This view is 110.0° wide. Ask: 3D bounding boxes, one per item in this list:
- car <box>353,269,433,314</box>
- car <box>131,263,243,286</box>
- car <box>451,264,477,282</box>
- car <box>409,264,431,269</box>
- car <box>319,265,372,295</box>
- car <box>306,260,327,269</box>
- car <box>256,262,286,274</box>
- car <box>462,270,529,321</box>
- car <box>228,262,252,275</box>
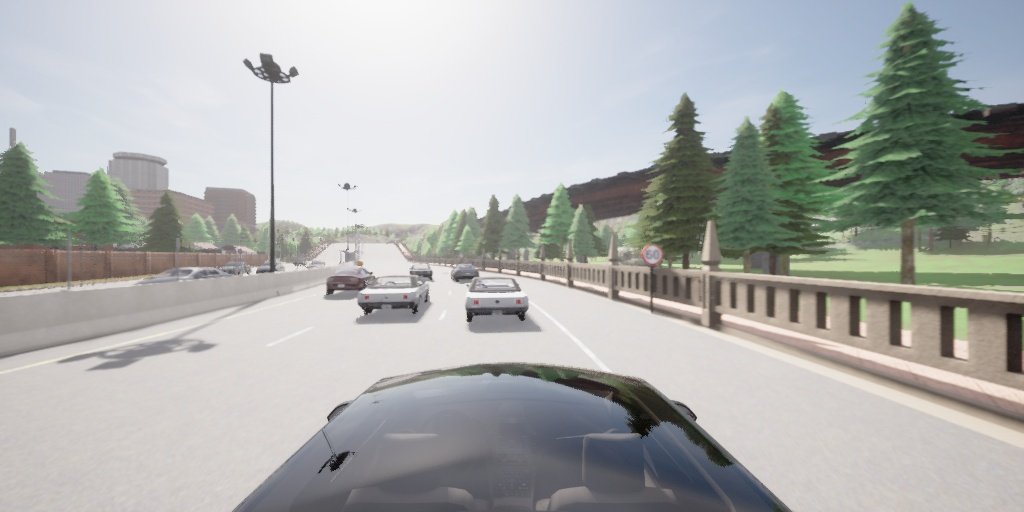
[{"bbox_3d":[-4.333,1.366,13.882,1.895,1.301,4.718,0,0,-7],"label":"car"},{"bbox_3d":[-15.665,1.300,17.269,2.128,1.511,4.902,0,0,-11],"label":"car"},{"bbox_3d":[-3.910,1.325,29.472,1.994,1.385,4.181,0,0,-15],"label":"car"},{"bbox_3d":[-8.027,1.378,31.355,1.895,1.301,4.718,0,0,-17],"label":"car"},{"bbox_3d":[-8.869,1.308,19.994,1.812,1.442,4.674,0,0,-11],"label":"car"},{"bbox_3d":[-24.574,1.365,45.483,1.812,1.442,4.674,0,0,-21],"label":"car"},{"bbox_3d":[-25.279,1.347,37.758,1.837,1.490,4.892,0,0,-21],"label":"car"},{"bbox_3d":[-0.664,1.352,12.534,1.895,1.301,4.718,0,0,-6],"label":"car"},{"bbox_3d":[-29.000,1.360,37.651,1.837,1.490,4.892,0,1,-22],"label":"car"}]
